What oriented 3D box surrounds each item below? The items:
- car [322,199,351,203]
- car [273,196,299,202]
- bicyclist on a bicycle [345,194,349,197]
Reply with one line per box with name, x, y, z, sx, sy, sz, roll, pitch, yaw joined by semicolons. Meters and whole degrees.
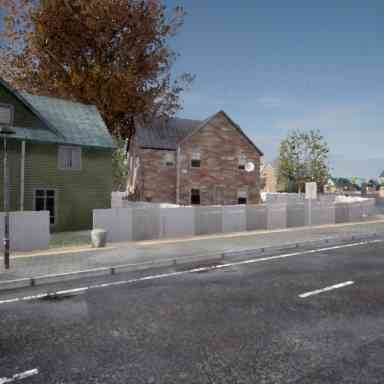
car;16.256;1.190;36.867;1.837;1.490;4.892;1;1;-20
car;12.940;1.010;46.192;1.882;1.535;5.008;1;0;-20
bicyclist on a bicycle;20.169;1.036;43.373;1.656;1.620;0.582;1;0;-20
